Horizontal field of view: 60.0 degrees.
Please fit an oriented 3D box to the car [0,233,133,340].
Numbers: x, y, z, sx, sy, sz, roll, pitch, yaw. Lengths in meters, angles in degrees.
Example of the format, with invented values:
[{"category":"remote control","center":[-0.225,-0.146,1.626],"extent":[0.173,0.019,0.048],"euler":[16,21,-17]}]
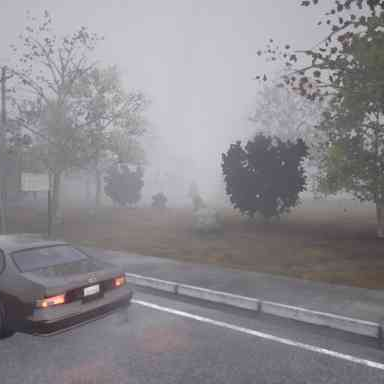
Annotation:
[{"category":"car","center":[-3.579,1.547,6.535],"extent":[5.357,1.411,2.033],"euler":[0,0,35]}]
